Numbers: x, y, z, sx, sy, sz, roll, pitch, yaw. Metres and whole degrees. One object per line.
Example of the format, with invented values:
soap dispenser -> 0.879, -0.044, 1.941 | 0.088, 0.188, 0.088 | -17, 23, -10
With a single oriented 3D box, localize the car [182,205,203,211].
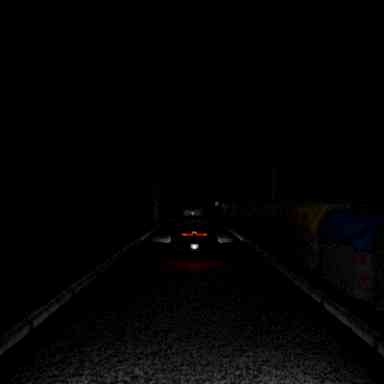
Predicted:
car -> 0.086, 2.471, 37.928 | 2.150, 2.045, 5.566 | 0, -3, 0

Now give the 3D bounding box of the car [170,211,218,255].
car -> 0.094, 1.809, 14.629 | 1.837, 1.490, 4.892 | 0, -2, 0
